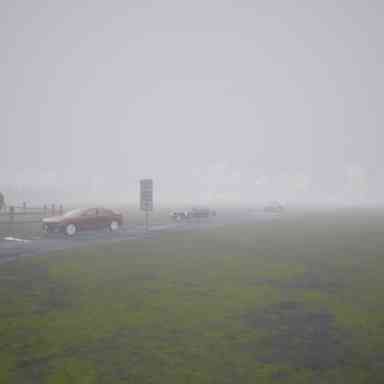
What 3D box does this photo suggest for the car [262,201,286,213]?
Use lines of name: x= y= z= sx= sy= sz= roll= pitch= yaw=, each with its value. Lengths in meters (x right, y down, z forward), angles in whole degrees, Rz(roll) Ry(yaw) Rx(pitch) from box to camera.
car: x=10.979 y=1.966 z=44.251 sx=1.837 sy=1.490 sz=4.892 roll=-1 pitch=-2 yaw=36

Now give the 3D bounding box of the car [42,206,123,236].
car: x=-6.362 y=1.642 z=19.838 sx=1.882 sy=1.535 sz=5.008 roll=-1 pitch=-1 yaw=35

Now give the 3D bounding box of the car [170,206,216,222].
car: x=0.178 y=1.879 z=29.073 sx=1.895 sy=1.301 sz=4.718 roll=-1 pitch=-1 yaw=35
